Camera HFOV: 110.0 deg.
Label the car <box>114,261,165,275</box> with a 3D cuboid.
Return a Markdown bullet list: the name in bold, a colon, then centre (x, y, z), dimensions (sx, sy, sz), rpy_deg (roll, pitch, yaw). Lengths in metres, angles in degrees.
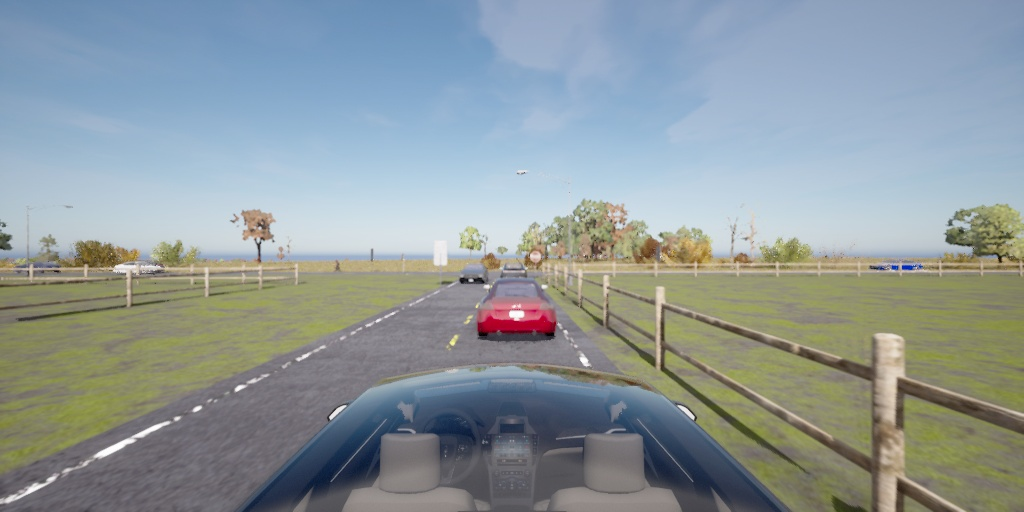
- **car**: centre (-41.827, 1.359, 40.259), dimensions (4.674, 1.442, 1.812), rpy_deg (0, 0, 1)

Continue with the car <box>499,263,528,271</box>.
- **car**: centre (0.126, 1.220, 25.508), dimensions (2.128, 1.511, 4.902), rpy_deg (0, 0, 0)

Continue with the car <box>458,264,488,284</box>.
- **car**: centre (-2.752, 1.277, 26.974), dimensions (2.033, 1.411, 5.357), rpy_deg (0, 0, 1)

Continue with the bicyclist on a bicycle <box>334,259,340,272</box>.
- **bicyclist on a bicycle**: centre (-22.460, 1.224, 46.024), dimensions (0.582, 1.620, 1.656), rpy_deg (0, 0, 1)

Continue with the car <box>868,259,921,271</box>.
- **car**: centre (45.107, 1.114, 42.324), dimensions (5.008, 1.535, 1.882), rpy_deg (0, 0, 1)

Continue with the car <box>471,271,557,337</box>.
- **car**: centre (0.108, 1.307, 10.261), dimensions (1.994, 1.385, 4.181), rpy_deg (0, 0, 0)
